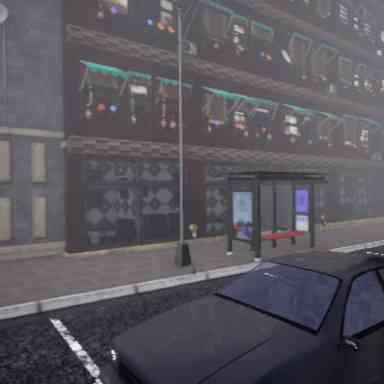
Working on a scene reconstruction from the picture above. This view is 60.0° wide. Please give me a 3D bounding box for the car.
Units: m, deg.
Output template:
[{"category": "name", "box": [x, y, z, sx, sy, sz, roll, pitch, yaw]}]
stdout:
[{"category": "car", "box": [1.677, 1.547, 4.266, 5.357, 1.411, 2.033, 0, 0, -35]}]
